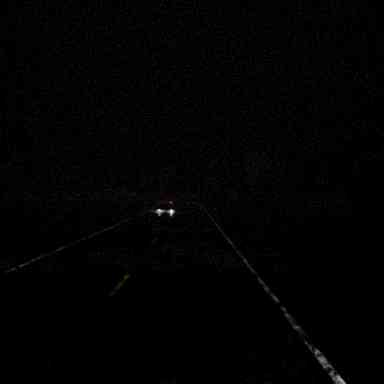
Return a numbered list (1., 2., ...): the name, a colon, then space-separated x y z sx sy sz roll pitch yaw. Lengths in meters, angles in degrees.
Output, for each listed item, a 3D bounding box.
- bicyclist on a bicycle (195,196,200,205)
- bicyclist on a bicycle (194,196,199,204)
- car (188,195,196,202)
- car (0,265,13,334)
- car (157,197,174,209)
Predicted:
1. bicyclist on a bicycle: 0.938 1.570 59.136 0.866 1.612 1.509 0 0 0
2. bicyclist on a bicycle: 0.943 1.593 68.392 0.866 1.612 1.509 0 0 0
3. car: -0.011 1.646 79.583 1.812 1.442 4.674 0 0 0
4. car: -3.601 1.498 3.001 2.128 1.511 4.902 0 0 0
5. car: -3.586 1.453 45.993 2.097 1.767 4.553 0 0 0
